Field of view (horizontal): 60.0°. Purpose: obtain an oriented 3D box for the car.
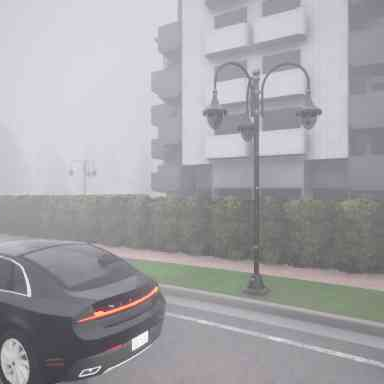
[{"bbox_3d":[-2.698,1.505,5.158,4.892,1.490,1.837,0,0,31],"label":"car"}]
